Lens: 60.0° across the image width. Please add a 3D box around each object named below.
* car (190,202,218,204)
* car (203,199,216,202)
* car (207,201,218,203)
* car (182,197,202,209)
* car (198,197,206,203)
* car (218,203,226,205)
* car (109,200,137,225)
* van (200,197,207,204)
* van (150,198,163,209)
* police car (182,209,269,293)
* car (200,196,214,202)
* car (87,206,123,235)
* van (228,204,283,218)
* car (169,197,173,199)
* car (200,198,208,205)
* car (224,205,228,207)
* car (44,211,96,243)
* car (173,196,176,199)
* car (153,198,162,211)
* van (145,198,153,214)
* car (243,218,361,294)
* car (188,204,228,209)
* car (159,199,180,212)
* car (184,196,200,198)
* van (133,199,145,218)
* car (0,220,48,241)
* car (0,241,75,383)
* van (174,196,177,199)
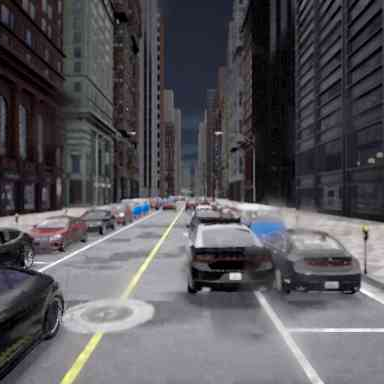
[{"bbox_3d":[0.905,1.737,25.144,1.812,1.442,4.674,0,0,0],"label":"car"},{"bbox_3d":[2.769,1.911,42.575,1.887,1.381,4.507,0,-1,0],"label":"car"},{"bbox_3d":[2.767,1.816,31.303,2.008,1.369,4.403,0,-1,0],"label":"car"},{"bbox_3d":[0.017,1.876,46.175,1.882,1.535,5.008,0,-1,0],"label":"car"},{"bbox_3d":[2.779,2.288,93.300,1.967,1.590,4.097,0,-1,0],"label":"car"},{"bbox_3d":[2.766,1.798,25.667,1.802,1.307,4.206,0,-1,0],"label":"car"},{"bbox_3d":[-5.759,1.656,25.654,1.967,1.590,4.097,0,0,0],"label":"car"},{"bbox_3d":[2.776,2.079,82.028,1.690,1.788,3.998,0,-1,0],"label":"van"},{"bbox_3d":[-5.754,1.810,53.835,1.690,1.788,3.998,0,-1,0],"label":"van"},{"bbox_3d":[0.778,1.503,9.229,1.930,1.638,5.238,0,0,-2],"label":"police car"},{"bbox_3d":[2.771,1.784,53.849,2.192,1.841,5.009,0,-1,0],"label":"car"},{"bbox_3d":[-5.760,1.733,20.016,1.947,1.339,4.313,0,0,0],"label":"car"},{"bbox_3d":[2.764,1.461,14.396,1.690,1.788,3.998,0,0,0],"label":"van"},{"bbox_3d":[-5.750,2.173,70.743,1.887,1.381,4.507,0,-1,0],"label":"car"},{"bbox_3d":[2.776,2.210,76.561,1.752,1.417,4.829,0,-1,0],"label":"car"},{"bbox_3d":[2.765,1.718,20.031,2.008,1.369,4.403,0,0,0],"label":"car"},{"bbox_3d":[-5.761,1.701,14.380,1.802,1.307,4.206,0,0,0],"label":"car"},{"bbox_3d":[-5.748,2.303,82.016,1.947,1.339,4.313,0,-1,0],"label":"car"},{"bbox_3d":[-5.755,1.732,48.199,2.192,1.841,5.009,0,-1,0],"label":"car"},{"bbox_3d":[-5.757,1.656,36.927,1.690,1.788,3.998,0,-1,0],"label":"van"},{"bbox_3d":[2.763,1.623,8.758,2.008,1.369,4.403,0,0,0],"label":"car"},{"bbox_3d":[0.842,1.665,19.144,1.837,1.490,4.892,0,0,0],"label":"car"},{"bbox_3d":[-3.086,1.996,45.841,1.895,1.301,4.718,0,-1,0],"label":"car"},{"bbox_3d":[0.012,1.880,60.189,2.097,1.767,4.553,0,-1,0],"label":"car"},{"bbox_3d":[-5.758,1.606,31.291,1.690,1.788,3.998,0,-1,0],"label":"van"},{"bbox_3d":[-5.762,1.638,8.743,1.947,1.339,4.313,0,0,0],"label":"car"},{"bbox_3d":[-3.099,1.596,3.832,1.994,1.385,4.181,0,0,0],"label":"car"},{"bbox_3d":[-5.746,2.189,93.291,1.690,1.788,3.998,0,-1,0],"label":"van"}]
